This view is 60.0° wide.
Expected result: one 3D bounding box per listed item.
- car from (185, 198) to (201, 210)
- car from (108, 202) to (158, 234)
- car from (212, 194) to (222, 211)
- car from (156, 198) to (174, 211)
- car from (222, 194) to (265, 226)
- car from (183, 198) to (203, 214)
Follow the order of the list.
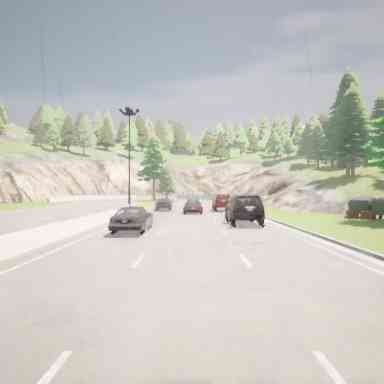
[{"bbox_3d":[0.156,1.542,44.022,2.033,1.411,5.357,0,0,1],"label":"car"},{"bbox_3d":[-3.395,1.545,19.199,2.033,1.411,5.357,0,0,0],"label":"car"},{"bbox_3d":[3.619,1.216,40.120,2.150,2.045,5.566,0,0,0],"label":"car"},{"bbox_3d":[-3.374,1.499,40.599,1.837,1.490,4.892,0,0,0],"label":"car"},{"bbox_3d":[3.606,1.217,23.355,2.150,2.045,5.566,0,0,0],"label":"car"},{"bbox_3d":[0.107,1.560,34.771,1.994,1.385,4.181,0,0,0],"label":"car"}]
